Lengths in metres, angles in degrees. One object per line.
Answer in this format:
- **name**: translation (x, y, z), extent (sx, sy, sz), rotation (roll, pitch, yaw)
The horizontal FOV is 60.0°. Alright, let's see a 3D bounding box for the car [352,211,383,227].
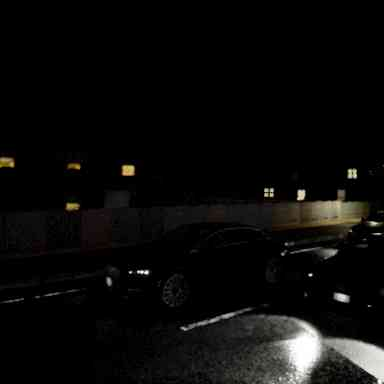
- **car**: translation (8.434, 1.543, 14.126), extent (4.674, 1.442, 1.812), rotation (0, 0, -38)

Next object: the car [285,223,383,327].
- **car**: translation (4.067, 1.573, 6.754), extent (4.181, 1.385, 1.994), rotation (0, 0, -38)

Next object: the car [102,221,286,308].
- **car**: translation (0.337, 1.506, 8.024), extent (4.902, 1.511, 2.128), rotation (0, 0, -37)
